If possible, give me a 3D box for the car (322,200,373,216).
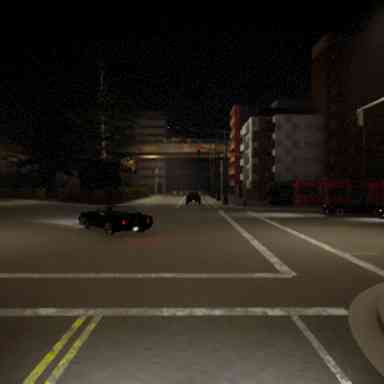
[{"bbox_3d":[13.234,1.266,27.129,4.718,1.301,1.895,1,1,0],"label":"car"}]

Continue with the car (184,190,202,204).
[{"bbox_3d":[0.200,0.785,44.127,1.837,1.490,4.892,0,1,0],"label":"car"}]

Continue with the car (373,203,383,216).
[{"bbox_3d":[16.332,1.303,23.650,5.357,1.411,2.033,1,1,0],"label":"car"}]

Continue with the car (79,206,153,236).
[{"bbox_3d":[-4.020,1.336,16.872,1.895,1.301,4.718,0,1,-40],"label":"car"}]
